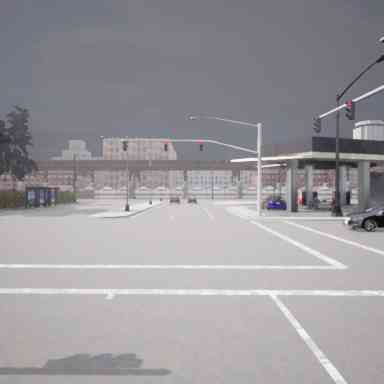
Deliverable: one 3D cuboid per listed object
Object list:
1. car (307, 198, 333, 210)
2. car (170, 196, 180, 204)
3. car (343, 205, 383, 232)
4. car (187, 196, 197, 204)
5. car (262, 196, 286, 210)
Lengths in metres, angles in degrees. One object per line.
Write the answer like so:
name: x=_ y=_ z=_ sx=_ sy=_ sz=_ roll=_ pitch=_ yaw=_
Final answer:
car: x=15.478 y=1.456 z=40.402 sx=1.970 sy=1.475 sz=3.806 roll=0 pitch=0 yaw=0
car: x=-3.361 y=1.491 z=66.247 sx=2.128 sy=1.511 sz=4.902 roll=0 pitch=0 yaw=0
car: x=11.445 y=1.491 z=19.458 sx=4.902 sy=1.511 sz=2.128 roll=0 pitch=0 yaw=-1
car: x=0.037 y=1.547 z=64.324 sx=2.033 sy=1.411 sz=5.357 roll=0 pitch=0 yaw=0
car: x=9.733 y=1.295 z=39.643 sx=2.242 sy=1.667 sz=4.611 roll=0 pitch=0 yaw=0
